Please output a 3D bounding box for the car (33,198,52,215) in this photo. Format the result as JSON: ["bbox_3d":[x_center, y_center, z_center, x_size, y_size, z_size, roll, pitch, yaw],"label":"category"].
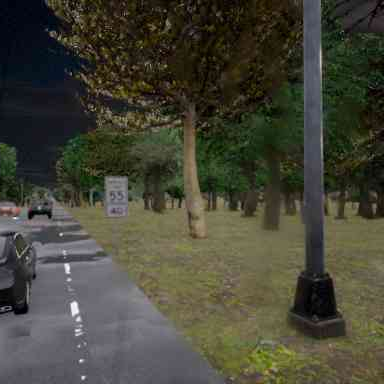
[{"bbox_3d":[-20.112,1.913,44.997,2.150,2.045,5.566,0,-1,-22],"label":"car"}]

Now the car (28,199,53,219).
[{"bbox_3d":[-15.952,1.736,35.056,2.150,2.045,5.566,0,-1,-22],"label":"car"}]

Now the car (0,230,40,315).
[{"bbox_3d":[-4.534,1.600,7.347,1.837,1.490,4.892,0,-1,-22],"label":"car"}]

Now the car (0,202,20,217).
[{"bbox_3d":[-21.222,1.960,38.515,2.097,1.767,4.553,0,-1,-22],"label":"car"}]
